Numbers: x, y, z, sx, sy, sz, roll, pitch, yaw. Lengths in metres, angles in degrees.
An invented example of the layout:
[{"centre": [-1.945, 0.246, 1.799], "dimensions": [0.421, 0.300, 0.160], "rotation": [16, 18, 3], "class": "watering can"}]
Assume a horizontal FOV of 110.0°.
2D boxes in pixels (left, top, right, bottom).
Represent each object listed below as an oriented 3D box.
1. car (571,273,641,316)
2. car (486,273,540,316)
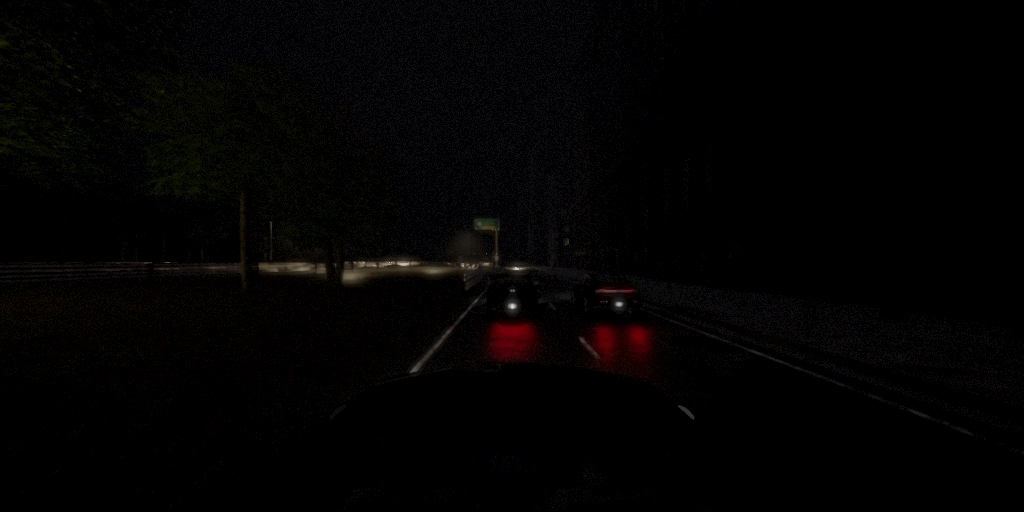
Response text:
[{"centre": [3.532, 1.403, 14.191], "dimensions": [2.128, 1.511, 4.902], "rotation": [0, -1, 0], "class": "car"}, {"centre": [0.034, 1.418, 14.213], "dimensions": [1.837, 1.490, 4.892], "rotation": [0, 0, 0], "class": "car"}]
